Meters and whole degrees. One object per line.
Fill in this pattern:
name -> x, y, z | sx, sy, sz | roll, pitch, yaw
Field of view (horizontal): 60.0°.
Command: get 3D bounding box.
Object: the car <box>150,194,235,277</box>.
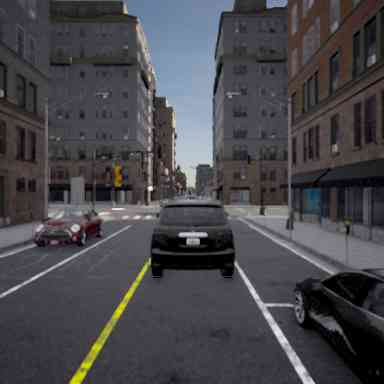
car -> 0.015, 1.227, 10.361 | 2.150, 2.045, 5.566 | 0, 0, 0

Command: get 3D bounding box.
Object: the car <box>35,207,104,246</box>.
car -> -5.382, 1.448, 14.986 | 1.967, 1.590, 4.097 | 0, 0, 0

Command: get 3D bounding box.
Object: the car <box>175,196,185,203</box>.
car -> -2.695, 1.688, 74.756 | 1.994, 1.385, 4.181 | 0, 0, 0

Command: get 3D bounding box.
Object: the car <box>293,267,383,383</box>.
car -> 2.639, 1.567, 4.072 | 1.947, 1.339, 4.313 | 0, 0, 0

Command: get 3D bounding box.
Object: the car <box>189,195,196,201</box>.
car -> 0.108, 1.677, 88.283 | 1.837, 1.490, 4.892 | 0, 0, 1

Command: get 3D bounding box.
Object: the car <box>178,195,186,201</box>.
car -> -2.634, 1.682, 89.531 | 1.837, 1.490, 4.892 | 0, 0, 0

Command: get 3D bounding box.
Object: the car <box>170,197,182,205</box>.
car -> -2.801, 1.596, 60.003 | 1.837, 1.490, 4.892 | 0, 0, 1

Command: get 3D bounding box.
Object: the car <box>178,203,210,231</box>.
car -> 0.111, 1.517, 21.426 | 1.837, 1.490, 4.892 | 0, -1, 0

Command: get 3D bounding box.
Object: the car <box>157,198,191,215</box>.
car -> -2.039, 1.512, 35.915 | 1.882, 1.535, 5.008 | 1, 0, -24
